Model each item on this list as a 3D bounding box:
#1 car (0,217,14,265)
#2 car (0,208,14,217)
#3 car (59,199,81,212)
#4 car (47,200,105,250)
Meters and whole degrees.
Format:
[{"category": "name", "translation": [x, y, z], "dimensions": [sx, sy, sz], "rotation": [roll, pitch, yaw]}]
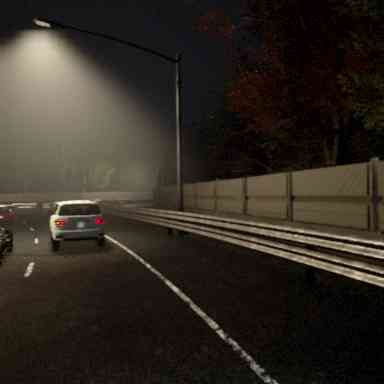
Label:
[{"category": "car", "translation": [-7.719, 1.827, 12.058], "dimensions": [1.895, 1.301, 4.718], "rotation": [-1, 0, -23]}, {"category": "car", "translation": [-16.876, 2.079, 29.256], "dimensions": [1.994, 1.385, 4.181], "rotation": [-1, -1, -33]}, {"category": "car", "translation": [-18.363, 2.056, 50.249], "dimensions": [2.097, 1.767, 4.553], "rotation": [-1, 0, -7]}, {"category": "car", "translation": [-5.623, 1.443, 16.016], "dimensions": [2.150, 2.045, 5.566], "rotation": [-1, -1, -24]}]
